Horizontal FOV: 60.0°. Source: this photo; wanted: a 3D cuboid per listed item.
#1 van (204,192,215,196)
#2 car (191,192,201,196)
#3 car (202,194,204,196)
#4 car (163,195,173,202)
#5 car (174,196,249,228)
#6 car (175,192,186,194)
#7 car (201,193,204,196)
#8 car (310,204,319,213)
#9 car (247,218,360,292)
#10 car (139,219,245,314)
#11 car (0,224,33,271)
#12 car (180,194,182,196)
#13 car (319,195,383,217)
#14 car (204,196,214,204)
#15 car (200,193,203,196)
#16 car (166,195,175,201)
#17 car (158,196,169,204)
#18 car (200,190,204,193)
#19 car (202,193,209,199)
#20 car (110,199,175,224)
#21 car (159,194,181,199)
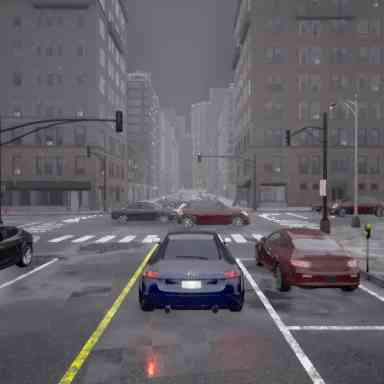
[{"bbox_3d":[3.084,1.243,51.406,1.690,1.788,3.998,0,0,0],"label":"van"},{"bbox_3d":[0.520,1.309,74.294,1.812,1.442,4.674,0,0,0],"label":"car"},{"bbox_3d":[3.132,1.429,56.958,1.887,1.381,4.507,0,0,0],"label":"car"},{"bbox_3d":[-5.246,1.347,73.696,2.008,1.369,4.403,0,0,0],"label":"car"},{"bbox_3d":[1.367,1.332,21.238,4.553,1.767,2.097,-1,0,0],"label":"car"},{"bbox_3d":[-2.617,1.346,64.124,2.128,1.511,4.902,0,0,1],"label":"car"},{"bbox_3d":[3.231,1.416,68.064,1.802,1.307,4.206,0,0,0],"label":"car"},{"bbox_3d":[13.660,1.352,31.144,4.718,1.301,1.895,-1,0,0],"label":"car"},{"bbox_3d":[2.760,1.579,8.646,1.802,1.307,4.206,0,0,0],"label":"car"},{"bbox_3d":[0.003,1.561,7.725,1.994,1.385,4.181,0,0,0],"label":"car"},{"bbox_3d":[-5.766,1.563,8.648,1.947,1.339,4.313,0,0,0],"label":"car"},{"bbox_3d":[-2.749,1.420,53.735,1.812,1.442,4.674,0,0,0],"label":"car"},{"bbox_3d":[13.551,1.121,27.894,4.553,1.767,2.097,-1,0,0],"label":"car"},{"bbox_3d":[3.182,1.445,62.513,1.802,1.307,4.206,0,0,0],"label":"car"},{"bbox_3d":[3.279,1.379,73.620,1.802,1.307,4.206,0,0,0],"label":"car"},{"bbox_3d":[-5.199,1.338,79.249,1.802,1.307,4.206,0,0,0],"label":"car"},{"bbox_3d":[-5.345,1.444,62.591,1.802,1.307,4.206,0,0,0],"label":"car"},{"bbox_3d":[3.728,0.926,86.033,2.150,2.045,5.566,0,0,0],"label":"car"},{"bbox_3d":[3.821,1.132,93.004,1.882,1.535,5.008,0,0,0],"label":"car"},{"bbox_3d":[-3.491,1.519,24.499,4.892,1.490,1.837,0,0,0],"label":"car"},{"bbox_3d":[-2.836,1.431,43.830,1.837,1.490,4.892,0,0,2],"label":"car"}]
